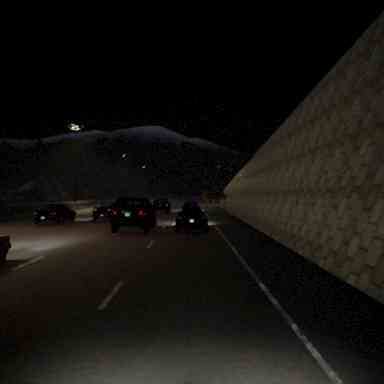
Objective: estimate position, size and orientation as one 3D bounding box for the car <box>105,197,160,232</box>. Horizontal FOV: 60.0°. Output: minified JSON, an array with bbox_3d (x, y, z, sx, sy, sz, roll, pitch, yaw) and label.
[{"bbox_3d":[-3.525,1.324,20.776,2.150,2.045,5.566,0,0,0],"label":"car"}]

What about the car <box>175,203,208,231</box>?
[{"bbox_3d":[-0.027,1.661,21.284,1.994,1.385,4.181,0,0,0],"label":"car"}]

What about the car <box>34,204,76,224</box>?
[{"bbox_3d":[-10.556,1.661,25.799,1.812,1.442,4.674,0,0,0],"label":"car"}]

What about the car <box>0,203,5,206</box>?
[{"bbox_3d":[-21.210,1.720,34.325,2.128,1.511,4.902,0,0,0],"label":"car"}]

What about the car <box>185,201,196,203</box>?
[{"bbox_3d":[-0.146,1.745,39.949,1.994,1.385,4.181,0,0,0],"label":"car"}]

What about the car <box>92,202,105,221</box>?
[{"bbox_3d":[-7.072,1.633,28.480,2.128,1.511,4.902,0,0,0],"label":"car"}]

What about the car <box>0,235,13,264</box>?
[{"bbox_3d":[-6.949,1.654,9.048,1.895,1.301,4.718,0,0,0],"label":"car"}]

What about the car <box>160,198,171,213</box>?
[{"bbox_3d":[-3.646,1.538,39.963,2.097,1.767,4.553,0,0,0],"label":"car"}]
